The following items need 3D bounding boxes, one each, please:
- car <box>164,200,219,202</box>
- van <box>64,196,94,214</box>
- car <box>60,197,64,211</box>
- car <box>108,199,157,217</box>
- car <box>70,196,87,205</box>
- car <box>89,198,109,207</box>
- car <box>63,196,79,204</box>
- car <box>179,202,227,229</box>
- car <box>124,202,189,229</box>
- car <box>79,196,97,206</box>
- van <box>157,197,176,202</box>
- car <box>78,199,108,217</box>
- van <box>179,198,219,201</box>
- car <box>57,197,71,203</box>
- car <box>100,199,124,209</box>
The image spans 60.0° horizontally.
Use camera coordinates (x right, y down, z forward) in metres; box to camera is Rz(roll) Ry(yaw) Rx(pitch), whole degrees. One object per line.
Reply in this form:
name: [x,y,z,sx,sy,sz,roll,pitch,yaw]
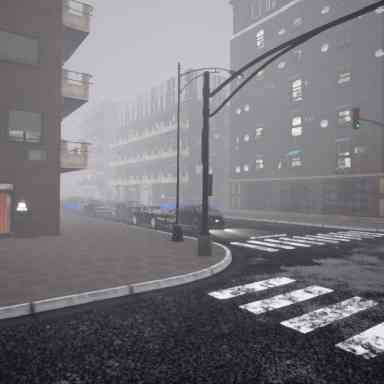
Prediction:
car: [0.083,1.610,27.375,2.033,1.411,5.357,1,-1,-36]
van: [-11.989,1.361,35.403,1.690,1.788,3.998,1,-1,-35]
car: [-15.174,1.581,40.001,2.008,1.369,4.403,1,-1,-35]
car: [-5.517,1.528,30.381,2.128,1.511,4.902,1,-1,-35]
car: [-21.427,1.606,62.887,1.967,1.590,4.097,1,-1,-35]
car: [-15.062,1.730,53.685,1.802,1.307,4.206,1,-1,-35]
car: [-24.611,1.614,67.487,1.967,1.590,4.097,1,-1,-35]
car: [0.388,1.581,21.845,1.994,1.385,4.181,1,-1,-35]
car: [-2.440,1.540,21.600,2.008,1.369,4.403,1,-1,-35]
car: [-18.244,1.597,58.286,1.967,1.590,4.097,1,-1,-35]
van: [-2.326,1.450,35.286,1.690,1.788,3.998,1,-1,-35]
car: [-8.808,1.592,30.801,1.802,1.307,4.206,1,-1,-35]
van: [0.857,1.439,30.686,1.690,1.788,3.998,1,-1,-35]
car: [-27.795,1.727,72.086,1.887,1.381,4.507,1,-1,-35]
car: [-11.878,1.683,49.085,1.887,1.381,4.507,1,-1,-35]
